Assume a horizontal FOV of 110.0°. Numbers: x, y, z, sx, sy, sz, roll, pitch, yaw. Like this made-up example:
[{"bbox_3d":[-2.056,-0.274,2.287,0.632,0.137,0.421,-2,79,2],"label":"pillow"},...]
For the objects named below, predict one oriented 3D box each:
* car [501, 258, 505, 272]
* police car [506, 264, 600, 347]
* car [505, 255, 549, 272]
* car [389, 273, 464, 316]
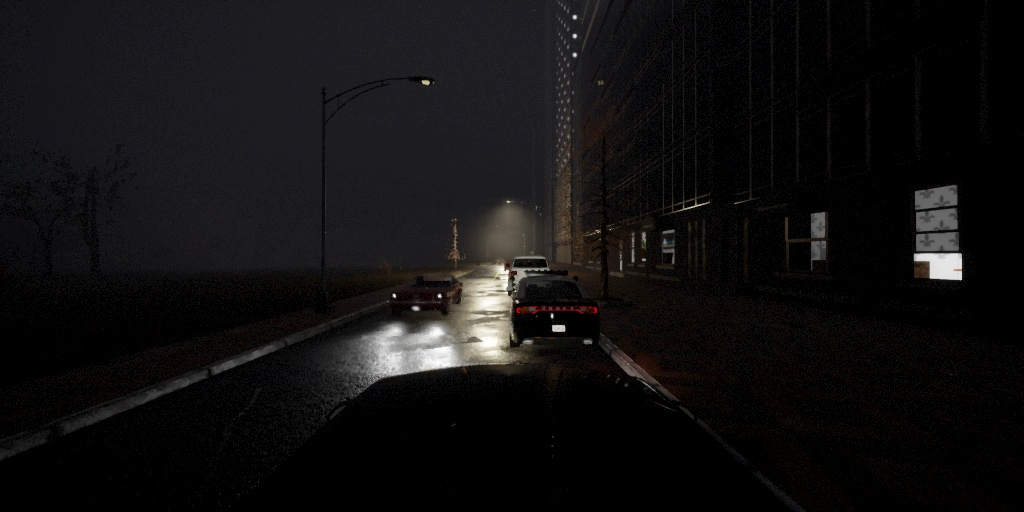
[{"bbox_3d":[-0.053,1.226,47.535,1.882,1.535,5.008,0,0,0],"label":"car"},{"bbox_3d":[0.886,1.175,9.418,1.930,1.638,5.238,0,0,0],"label":"police car"},{"bbox_3d":[0.870,0.975,19.340,2.150,2.045,5.566,0,0,0],"label":"car"},{"bbox_3d":[-3.018,1.351,13.507,1.895,1.301,4.718,0,0,0],"label":"car"}]
